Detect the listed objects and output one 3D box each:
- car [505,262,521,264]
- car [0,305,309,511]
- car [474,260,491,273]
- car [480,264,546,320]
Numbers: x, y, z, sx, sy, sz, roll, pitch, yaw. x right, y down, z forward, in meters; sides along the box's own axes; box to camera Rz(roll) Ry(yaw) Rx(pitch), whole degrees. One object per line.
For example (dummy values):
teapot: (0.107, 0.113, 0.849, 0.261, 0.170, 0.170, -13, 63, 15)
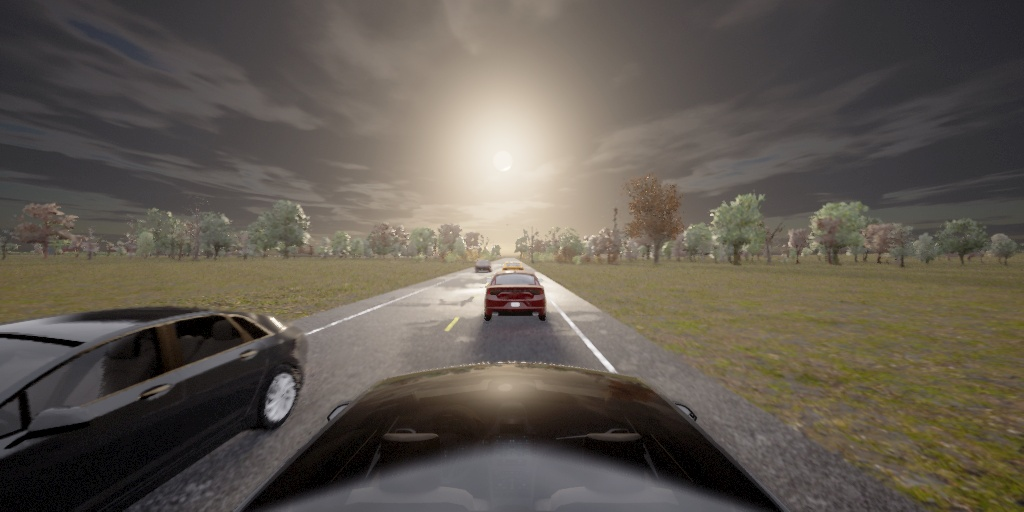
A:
car: (0.093, 1.230, 31.068, 1.882, 1.535, 5.008, 0, 0, 0)
car: (-3.601, 1.255, 2.800, 1.837, 1.490, 4.892, 0, 0, 0)
car: (-3.593, 1.231, 45.045, 1.882, 1.535, 5.008, 0, 0, 0)
car: (0.098, 1.229, 12.676, 1.882, 1.535, 5.008, 0, 0, 0)
